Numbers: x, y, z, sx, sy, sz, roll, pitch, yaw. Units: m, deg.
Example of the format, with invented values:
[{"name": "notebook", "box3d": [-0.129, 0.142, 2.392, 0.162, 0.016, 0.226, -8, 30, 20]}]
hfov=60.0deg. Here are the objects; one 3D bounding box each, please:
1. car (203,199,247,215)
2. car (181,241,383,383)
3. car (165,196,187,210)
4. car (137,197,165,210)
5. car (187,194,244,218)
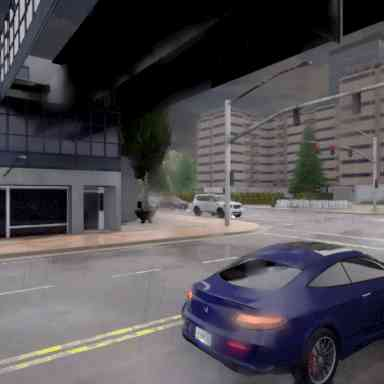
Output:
[{"name": "car", "box3d": [3.326, 1.505, 34.637, 1.837, 1.490, 4.892, 0, 0, -36]}, {"name": "car", "box3d": [2.014, 1.526, 5.234, 4.674, 1.442, 1.812, 0, 0, -35]}, {"name": "car", "box3d": [-2.400, 1.352, 42.574, 2.097, 1.767, 4.553, 0, 0, -36]}, {"name": "car", "box3d": [-5.909, 1.490, 41.455, 2.128, 1.511, 4.902, 0, 0, -36]}, {"name": "car", "box3d": [2.219, 1.222, 30.196, 2.150, 2.045, 5.566, 0, 0, -36]}]
